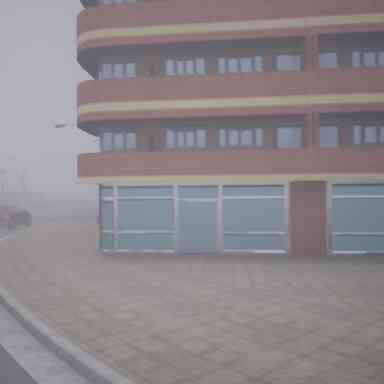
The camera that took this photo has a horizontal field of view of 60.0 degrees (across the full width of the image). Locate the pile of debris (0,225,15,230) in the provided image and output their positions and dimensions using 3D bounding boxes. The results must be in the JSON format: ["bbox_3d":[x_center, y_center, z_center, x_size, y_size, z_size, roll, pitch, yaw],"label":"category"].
[{"bbox_3d":[-13.880,2.533,23.825,1.500,0.140,1.860,0,-1,-6],"label":"pile of debris"}]

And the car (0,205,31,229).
[{"bbox_3d":[-13.515,1.712,24.388,2.097,1.767,4.553,0,-1,-7],"label":"car"}]

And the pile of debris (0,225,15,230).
[{"bbox_3d":[-13.880,2.533,23.825,1.500,0.140,1.860,0,-1,-6],"label":"pile of debris"}]
